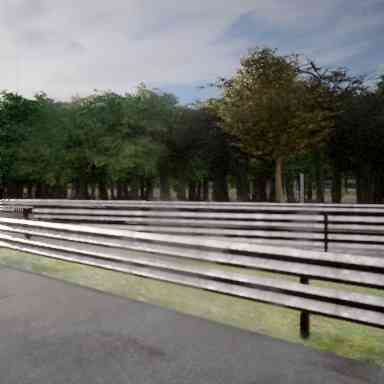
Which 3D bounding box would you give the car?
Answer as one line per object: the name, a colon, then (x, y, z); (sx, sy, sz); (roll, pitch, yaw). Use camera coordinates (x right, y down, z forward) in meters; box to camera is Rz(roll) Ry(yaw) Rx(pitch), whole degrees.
car: (-5.880, 1.314, 17.469); (4.718, 1.301, 1.895); (0, 0, 23)
